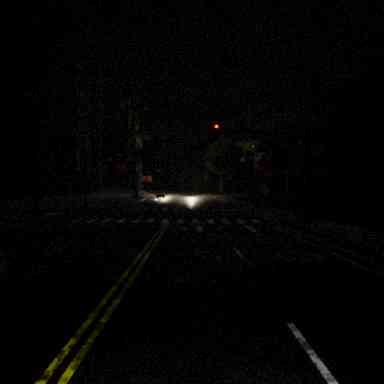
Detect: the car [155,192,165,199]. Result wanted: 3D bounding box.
[{"bbox_3d":[-6.845,0.670,71.989,1.882,1.535,5.008,0,1,-2],"label":"car"}]
